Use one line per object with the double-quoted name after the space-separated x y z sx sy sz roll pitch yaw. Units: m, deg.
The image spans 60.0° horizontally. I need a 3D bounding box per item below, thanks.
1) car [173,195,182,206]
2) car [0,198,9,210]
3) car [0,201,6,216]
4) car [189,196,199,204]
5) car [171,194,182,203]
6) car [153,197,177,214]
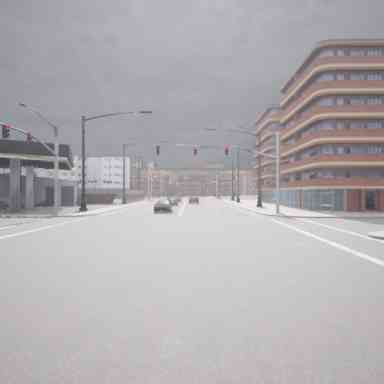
-3.175 1.490 52.430 2.128 1.511 4.902 0 0 0 "car"
-23.943 1.456 39.446 3.806 1.475 1.970 0 0 1 "car"
-16.700 1.547 23.836 5.357 1.411 2.033 0 0 5 "car"
0.346 1.491 63.754 2.128 1.511 4.902 0 0 0 "car"
-3.186 1.356 68.726 2.097 1.767 4.553 0 0 0 "car"
-3.080 1.547 36.232 2.033 1.411 5.357 0 0 0 "car"
